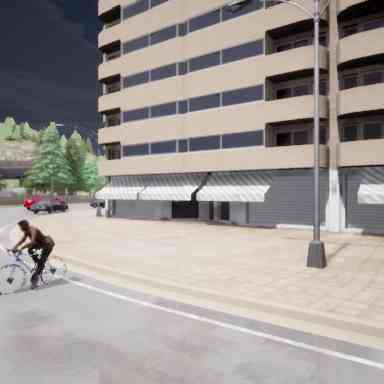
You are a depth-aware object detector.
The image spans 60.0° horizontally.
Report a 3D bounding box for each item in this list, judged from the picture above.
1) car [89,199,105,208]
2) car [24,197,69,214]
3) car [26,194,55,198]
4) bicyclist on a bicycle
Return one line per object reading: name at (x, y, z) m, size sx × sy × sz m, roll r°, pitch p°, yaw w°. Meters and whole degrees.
car at (-12.064, 1.596, 46.621) m, size 1.895 × 1.301 × 4.718 m, roll 0°, pitch 0°, yaw 27°
car at (-15.103, 1.543, 35.428) m, size 2.033 × 1.411 × 5.357 m, roll 0°, pitch 0°, yaw 5°
car at (-17.869, 1.217, 40.487) m, size 2.150 × 2.045 × 5.566 m, roll 0°, pitch 0°, yaw 14°
bicyclist on a bicycle at (-3.668, 1.435, 7.617) m, size 0.582 × 1.620 × 1.656 m, roll 0°, pitch 2°, yaw 41°
